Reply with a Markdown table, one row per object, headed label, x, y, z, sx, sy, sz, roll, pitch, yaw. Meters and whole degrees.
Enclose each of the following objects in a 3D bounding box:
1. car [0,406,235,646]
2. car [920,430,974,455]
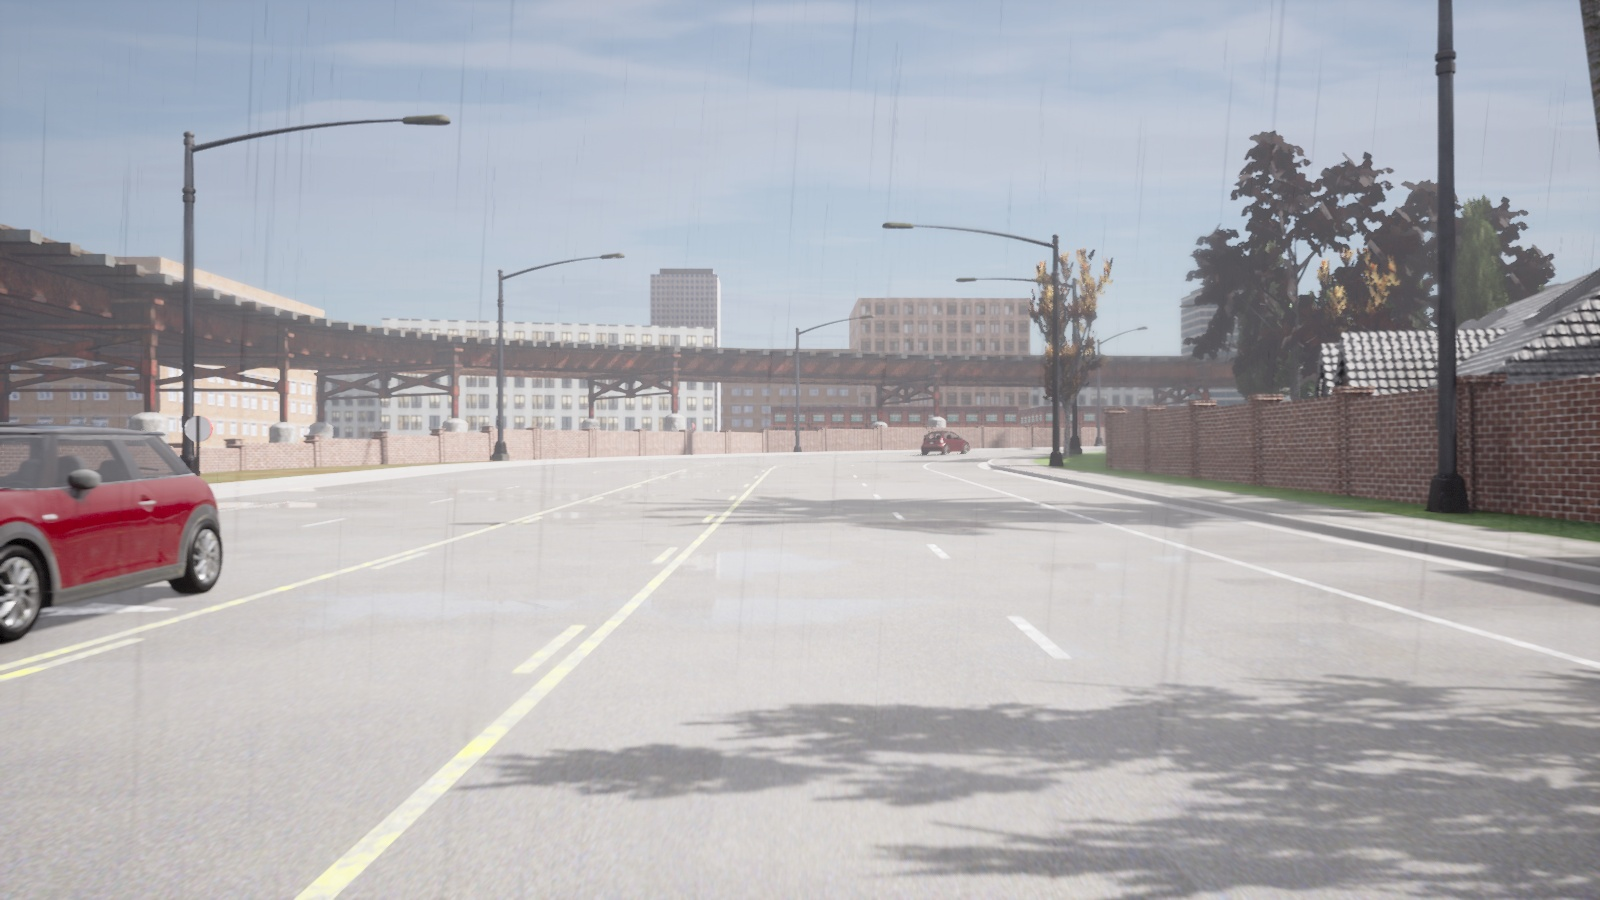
| label | x | y | z | sx | sy | sz | roll | pitch | yaw |
| --- | --- | --- | --- | --- | --- | --- | --- | --- | --- |
| car | -6.923 | 0.547 | 10.765 | 2.097 | 1.767 | 4.553 | 0 | 0 | 0 |
| car | 9.849 | -0.494 | 83.795 | 1.851 | 1.617 | 3.988 | 0 | 1 | 36 |
